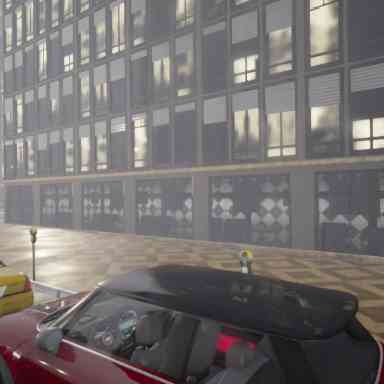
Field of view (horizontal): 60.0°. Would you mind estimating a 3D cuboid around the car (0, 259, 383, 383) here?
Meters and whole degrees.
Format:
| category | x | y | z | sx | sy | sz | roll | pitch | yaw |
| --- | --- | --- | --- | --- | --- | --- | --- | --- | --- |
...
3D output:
| category | x | y | z | sx | sy | sz | roll | pitch | yaw |
| --- | --- | --- | --- | --- | --- | --- | --- | --- | --- |
| car | -0.322 | 1.441 | 3.121 | 4.097 | 1.590 | 1.967 | 0 | -1 | 35 |
